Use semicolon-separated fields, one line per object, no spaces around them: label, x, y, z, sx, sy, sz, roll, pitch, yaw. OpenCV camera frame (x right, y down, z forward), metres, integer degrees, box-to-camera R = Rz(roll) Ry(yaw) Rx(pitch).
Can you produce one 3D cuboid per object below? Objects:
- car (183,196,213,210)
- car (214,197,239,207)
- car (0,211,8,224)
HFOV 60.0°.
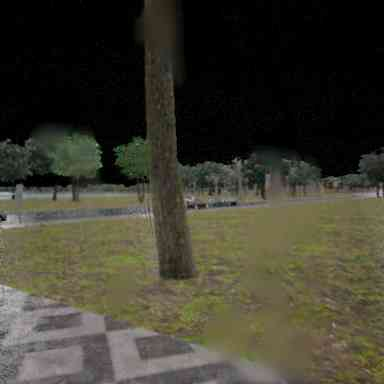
car;0.720;1.852;50.494;1.837;1.490;4.892;0;0;36
car;6.449;1.699;58.510;2.097;1.767;4.553;0;0;36
car;-17.075;1.840;25.949;2.128;1.511;4.902;0;0;36
